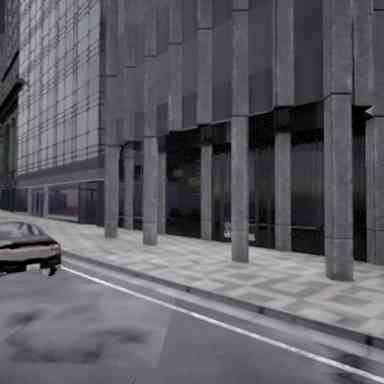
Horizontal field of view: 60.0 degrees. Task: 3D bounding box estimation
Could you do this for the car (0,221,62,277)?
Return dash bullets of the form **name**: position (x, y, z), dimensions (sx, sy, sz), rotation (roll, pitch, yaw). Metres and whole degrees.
- **car**: position (-5.523, 1.599, 9.697), dimensions (4.902, 1.511, 2.128), rotation (0, -1, 45)
